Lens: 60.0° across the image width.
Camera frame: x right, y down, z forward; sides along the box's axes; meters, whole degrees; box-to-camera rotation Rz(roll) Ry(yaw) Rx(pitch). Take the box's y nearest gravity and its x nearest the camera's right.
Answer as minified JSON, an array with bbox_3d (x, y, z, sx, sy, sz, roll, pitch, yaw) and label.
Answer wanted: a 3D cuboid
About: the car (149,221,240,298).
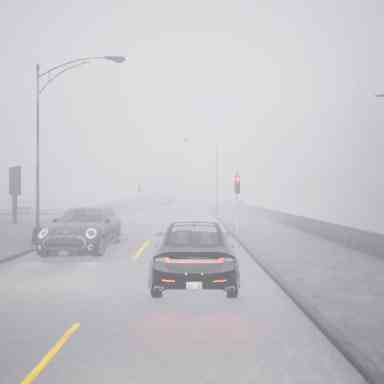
[{"bbox_3d":[0.058,1.491,8.491,2.128,1.511,4.902,0,0,0],"label":"car"}]

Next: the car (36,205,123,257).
[{"bbox_3d":[-4.105,1.351,12.832,2.097,1.767,4.553,0,0,0],"label":"car"}]

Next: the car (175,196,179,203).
[{"bbox_3d":[-4.084,1.598,62.574,1.895,1.301,4.718,0,0,0],"label":"car"}]

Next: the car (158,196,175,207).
[{"bbox_3d":[-4.119,1.545,50.882,2.033,1.411,5.357,0,0,0],"label":"car"}]

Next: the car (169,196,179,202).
[{"bbox_3d":[-4.032,1.539,74.948,1.994,1.385,4.181,0,0,0],"label":"car"}]
